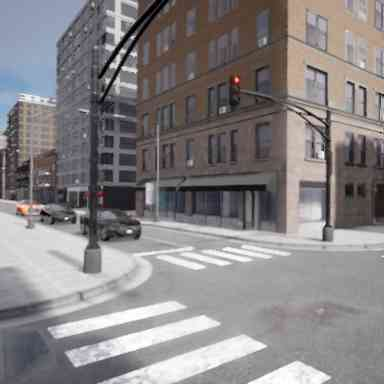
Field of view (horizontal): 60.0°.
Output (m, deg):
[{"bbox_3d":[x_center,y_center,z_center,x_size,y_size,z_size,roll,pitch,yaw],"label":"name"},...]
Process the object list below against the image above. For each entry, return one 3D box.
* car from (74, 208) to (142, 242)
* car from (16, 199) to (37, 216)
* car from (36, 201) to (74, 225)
[{"bbox_3d":[-4.443,1.625,17.800,1.882,1.535,5.008,1,-1,-36],"label":"car"},{"bbox_3d":[-17.120,1.597,35.174,2.097,1.767,4.553,1,-1,-36],"label":"car"},{"bbox_3d":[-10.581,1.672,26.200,1.882,1.535,5.008,1,-1,-36],"label":"car"}]
